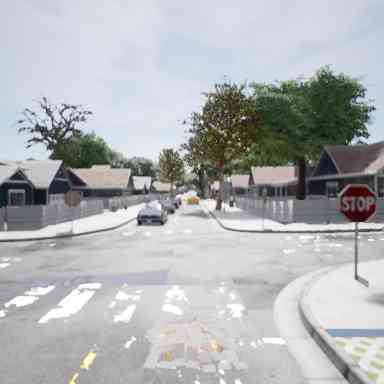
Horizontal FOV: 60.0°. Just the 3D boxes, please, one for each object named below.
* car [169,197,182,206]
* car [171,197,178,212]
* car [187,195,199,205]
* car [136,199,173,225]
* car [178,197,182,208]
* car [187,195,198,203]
[{"bbox_3d":[-2.680,1.536,54.894,1.895,1.301,4.718,0,0,1],"label":"car"},{"bbox_3d":[-2.771,1.482,34.589,1.812,1.442,4.674,0,0,1],"label":"car"},{"bbox_3d":[0.221,1.411,57.134,1.882,1.535,5.008,0,0,0],"label":"car"},{"bbox_3d":[-2.797,1.517,24.412,2.033,1.411,5.357,0,0,0],"label":"car"},{"bbox_3d":[-2.743,1.545,44.661,1.895,1.301,4.718,0,0,0],"label":"car"},{"bbox_3d":[0.146,1.420,67.093,2.128,1.511,4.902,0,0,0],"label":"car"}]
